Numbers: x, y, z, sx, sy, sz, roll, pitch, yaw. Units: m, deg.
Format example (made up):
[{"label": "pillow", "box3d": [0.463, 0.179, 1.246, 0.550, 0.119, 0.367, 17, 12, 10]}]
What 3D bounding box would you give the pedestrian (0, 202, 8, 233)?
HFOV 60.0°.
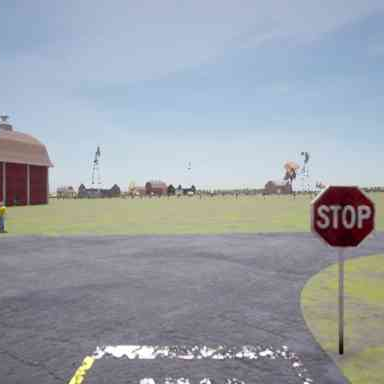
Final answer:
[{"label": "pedestrian", "box3d": [-11.207, 1.482, 19.691, 0.375, 1.860, 0.375, 0, 0, 4]}]
